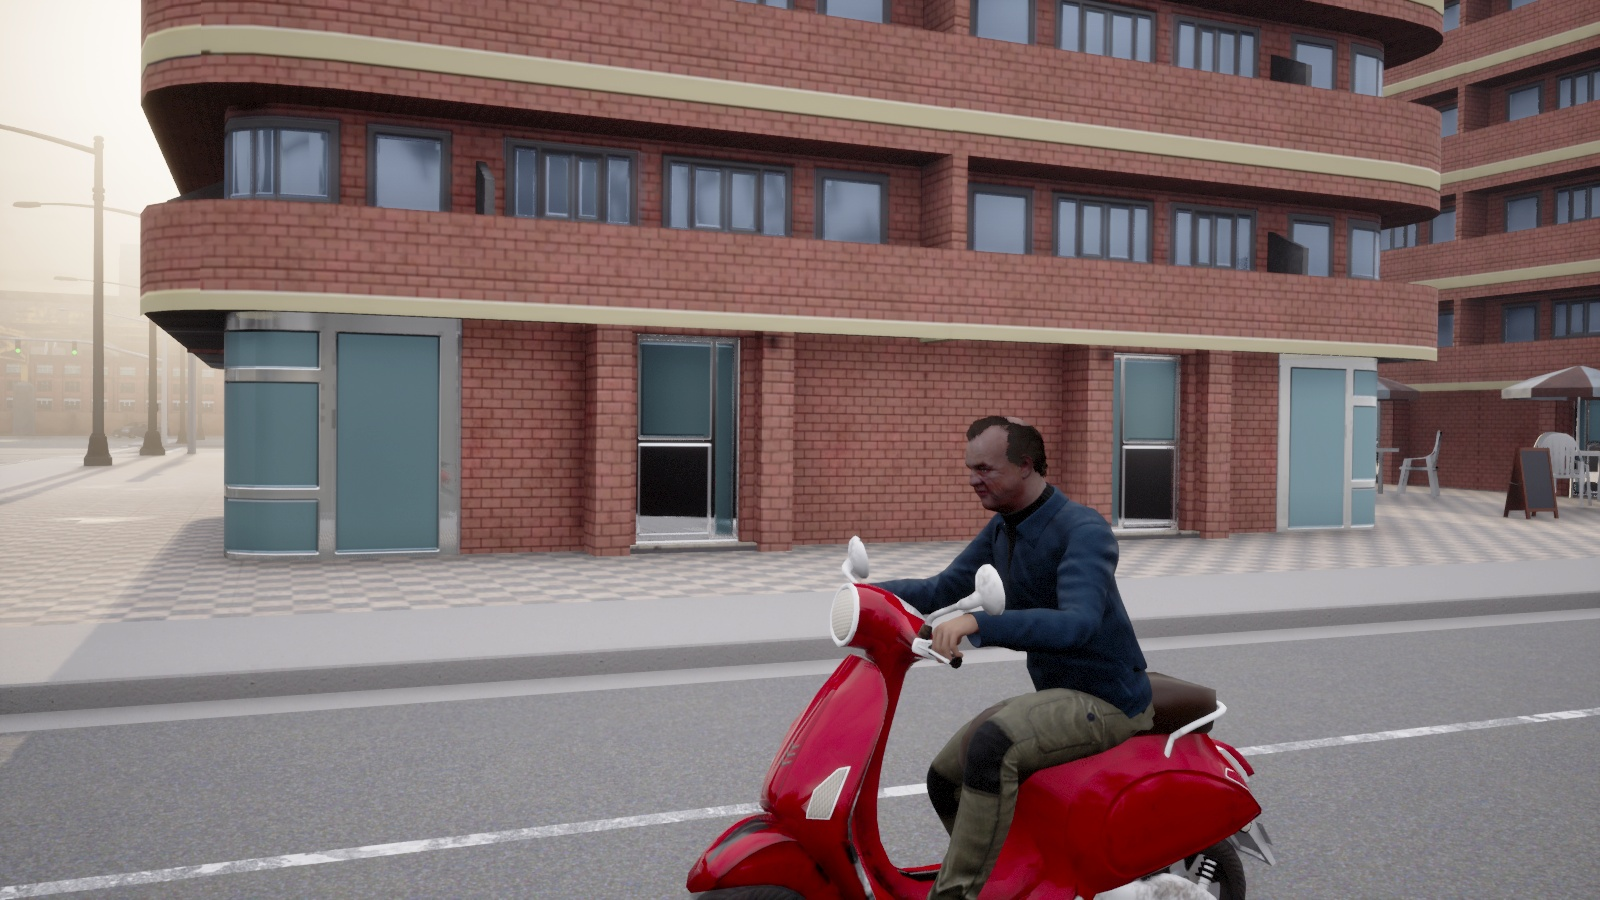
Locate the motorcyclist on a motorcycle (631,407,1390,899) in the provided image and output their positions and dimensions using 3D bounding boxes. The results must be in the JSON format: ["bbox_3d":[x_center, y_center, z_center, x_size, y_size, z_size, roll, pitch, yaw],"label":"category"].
[{"bbox_3d":[0.546,0.691,3.382,1.817,1.590,0.866,-1,1,-21],"label":"motorcyclist on a motorcycle"}]
